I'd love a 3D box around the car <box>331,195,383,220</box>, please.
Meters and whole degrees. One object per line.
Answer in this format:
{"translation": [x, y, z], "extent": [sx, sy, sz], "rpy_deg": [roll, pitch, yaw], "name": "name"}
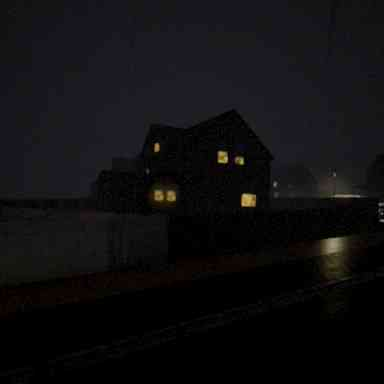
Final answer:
{"translation": [14.160, 1.290, 28.114], "extent": [2.150, 2.045, 5.566], "rpy_deg": [3, -2, -29], "name": "car"}
